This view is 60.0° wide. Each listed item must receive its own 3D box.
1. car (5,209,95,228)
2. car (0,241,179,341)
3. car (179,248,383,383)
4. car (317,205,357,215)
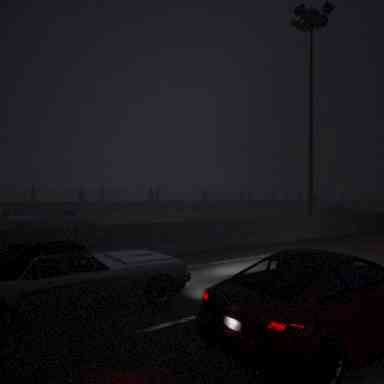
[{"bbox_3d":[-8.292,1.648,19.574,4.718,1.301,1.895,1,0,-36],"label":"car"},{"bbox_3d":[-2.366,1.618,6.359,4.718,1.301,1.895,1,0,-35],"label":"car"},{"bbox_3d":[2.129,1.613,5.268,4.181,1.385,1.994,1,0,-35],"label":"car"},{"bbox_3d":[13.512,1.868,30.823,4.181,1.385,1.994,1,0,-35],"label":"car"}]
